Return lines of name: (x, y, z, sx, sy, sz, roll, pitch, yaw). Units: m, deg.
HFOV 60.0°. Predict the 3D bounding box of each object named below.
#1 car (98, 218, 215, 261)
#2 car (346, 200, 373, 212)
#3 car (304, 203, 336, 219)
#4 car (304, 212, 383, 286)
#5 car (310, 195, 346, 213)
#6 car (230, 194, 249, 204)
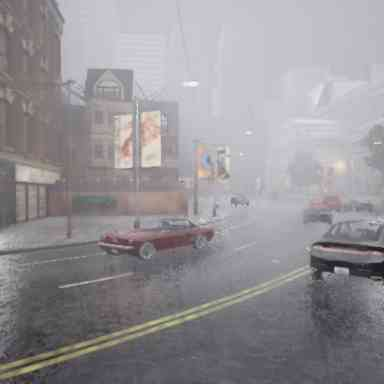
car: (-1.191, 1.697, 12.911, 1.895, 1.301, 4.718, -1, 0, 40)
car: (18.895, 1.643, 38.166, 1.837, 1.490, 4.892, 0, 0, 3)
car: (9.244, 1.709, 24.551, 1.895, 1.301, 4.718, 0, 0, 19)
car: (4.856, 1.526, 9.209, 2.128, 1.511, 4.902, -1, 0, 40)
car: (15.511, 1.386, 38.974, 2.150, 2.045, 5.566, 0, 0, 2)
car: (7.579, 1.250, 53.118, 2.150, 2.045, 5.566, 0, 0, -5)
